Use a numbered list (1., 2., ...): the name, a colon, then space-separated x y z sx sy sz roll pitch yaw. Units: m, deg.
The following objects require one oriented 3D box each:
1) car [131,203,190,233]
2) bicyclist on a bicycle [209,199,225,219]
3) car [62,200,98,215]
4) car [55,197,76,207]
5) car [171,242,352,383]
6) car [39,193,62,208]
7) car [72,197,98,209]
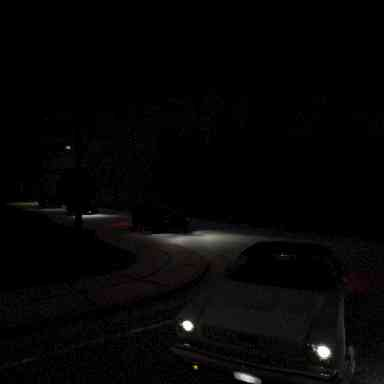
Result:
1. car: -2.007 1.445 19.996 1.882 1.535 5.008 0 0 -33
2. bicyclist on a bicycle: 2.115 1.354 27.102 1.656 1.620 0.582 22 -28 -26
3. car: -11.207 1.523 33.794 2.033 1.411 5.357 0 0 -34
4. car: -20.507 1.525 53.764 2.033 1.411 5.357 0 0 -34
5. car: 1.504 1.599 5.421 1.895 1.301 4.718 0 0 25
6. car: -20.136 1.183 47.011 2.150 2.045 5.566 0 0 -34
7. car: -14.702 1.469 45.352 2.128 1.511 4.902 0 0 -34
